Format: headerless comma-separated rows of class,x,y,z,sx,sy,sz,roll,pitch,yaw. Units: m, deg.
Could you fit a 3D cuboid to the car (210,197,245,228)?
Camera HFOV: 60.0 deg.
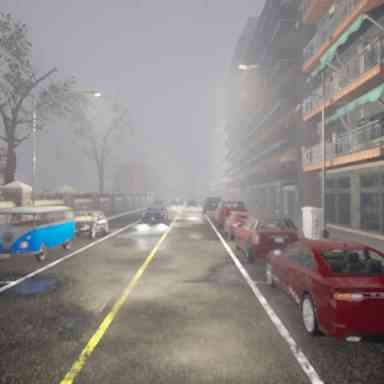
car,2.689,1.499,23.495,2.192,1.841,5.009,0,0,0

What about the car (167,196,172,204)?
car,-5.696,2.109,68.534,1.887,1.381,4.507,0,-1,0

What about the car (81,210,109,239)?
car,-5.690,1.689,17.863,2.008,1.369,4.403,0,0,0

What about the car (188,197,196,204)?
car,-0.006,1.958,79.004,1.882,1.535,5.008,0,-1,0

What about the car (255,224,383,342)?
car,2.691,1.595,6.605,1.887,1.381,4.507,0,0,0

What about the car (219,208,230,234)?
car,2.690,1.720,17.864,1.802,1.307,4.206,0,0,0

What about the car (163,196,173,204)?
car,-5.698,1.989,79.795,2.192,1.841,5.009,0,-1,0

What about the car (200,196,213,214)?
car,2.390,1.544,39.236,2.150,2.045,5.566,0,0,0

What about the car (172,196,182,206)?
car,-3.006,2.110,68.976,1.994,1.385,4.181,0,-1,0

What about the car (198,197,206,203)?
car,2.682,2.226,91.055,1.967,1.590,4.097,0,-1,0

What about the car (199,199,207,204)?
car,2.683,2.257,79.793,1.802,1.307,4.206,0,-1,0

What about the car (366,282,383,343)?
car,2.691,1.559,0.975,2.008,1.369,4.403,0,0,0

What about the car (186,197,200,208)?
car,-0.003,1.958,58.701,1.882,1.535,5.008,0,0,0

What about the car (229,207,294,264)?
car,2.691,1.534,12.234,1.967,1.590,4.097,0,0,0

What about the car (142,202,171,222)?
car,-3.101,1.826,28.463,1.895,1.301,4.718,0,0,0

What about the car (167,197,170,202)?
car,-5.695,2.097,62.905,1.802,1.307,4.206,0,0,0

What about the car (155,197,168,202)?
car,-5.694,2.033,57.275,1.947,1.339,4.313,0,0,0

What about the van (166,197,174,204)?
van,-5.698,2.071,85.425,1.690,1.788,3.998,0,-1,0

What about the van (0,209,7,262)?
van,-5.689,1.391,6.605,1.690,1.788,3.998,0,0,0

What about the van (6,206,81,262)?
van,-5.689,1.434,12.234,1.690,1.788,3.998,0,0,0
